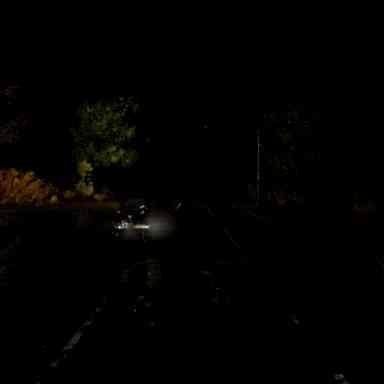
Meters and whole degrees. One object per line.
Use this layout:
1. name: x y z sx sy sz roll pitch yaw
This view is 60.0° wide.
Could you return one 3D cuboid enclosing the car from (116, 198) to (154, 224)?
1. car: -3.465 1.093 20.906 1.812 1.442 4.674 1 0 0
